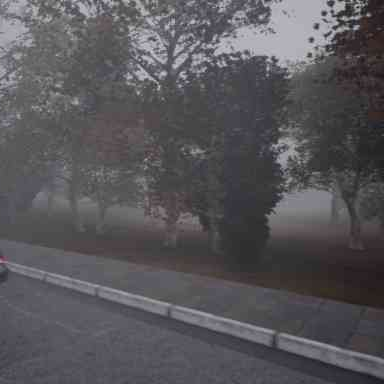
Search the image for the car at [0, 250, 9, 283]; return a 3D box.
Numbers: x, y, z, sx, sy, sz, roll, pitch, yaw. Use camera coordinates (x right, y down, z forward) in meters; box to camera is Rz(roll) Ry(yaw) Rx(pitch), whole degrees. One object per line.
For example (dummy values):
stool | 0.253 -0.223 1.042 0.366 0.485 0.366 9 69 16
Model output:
car | -6.478 1.490 7.983 5.357 1.411 2.033 1 0 36
